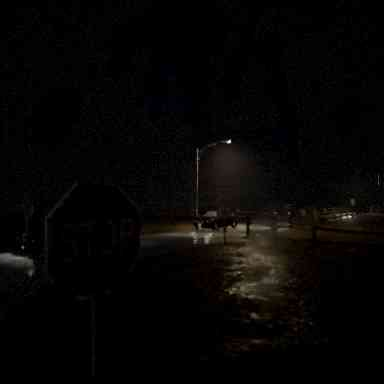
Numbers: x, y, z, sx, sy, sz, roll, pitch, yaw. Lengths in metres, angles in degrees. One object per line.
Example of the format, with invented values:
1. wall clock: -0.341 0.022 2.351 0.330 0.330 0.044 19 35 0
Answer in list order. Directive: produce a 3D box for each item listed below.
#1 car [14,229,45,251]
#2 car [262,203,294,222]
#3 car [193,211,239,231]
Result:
1. car: -5.577 2.016 16.247 2.033 1.411 5.357 -2 -2 38
2. car: 9.850 2.319 37.747 2.150 2.045 5.566 -2 -2 34
3. car: 1.987 2.259 26.703 2.128 1.511 4.902 -2 -2 35
